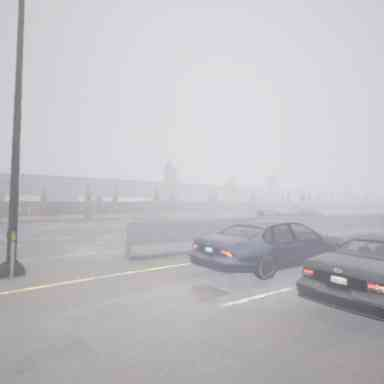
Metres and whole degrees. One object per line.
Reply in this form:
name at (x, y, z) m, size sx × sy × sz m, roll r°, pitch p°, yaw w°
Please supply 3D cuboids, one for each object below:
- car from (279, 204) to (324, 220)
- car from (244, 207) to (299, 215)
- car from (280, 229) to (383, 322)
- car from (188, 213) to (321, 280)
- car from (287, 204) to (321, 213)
car at (11.060, 1.973, 33.373) m, size 4.674 × 1.442 × 1.812 m, roll 2°, pitch -1°, yaw -35°
car at (3.910, 1.723, 19.679) m, size 4.718 × 1.301 × 1.895 m, roll 2°, pitch -1°, yaw -35°
car at (4.453, 1.526, 6.922) m, size 5.357 × 1.411 × 2.033 m, roll 1°, pitch 0°, yaw -35°
car at (2.459, 1.527, 9.799) m, size 5.357 × 1.411 × 2.033 m, roll 1°, pitch 0°, yaw -35°
car at (8.601, 1.810, 27.323) m, size 4.902 × 1.511 × 2.128 m, roll 2°, pitch -1°, yaw -35°
